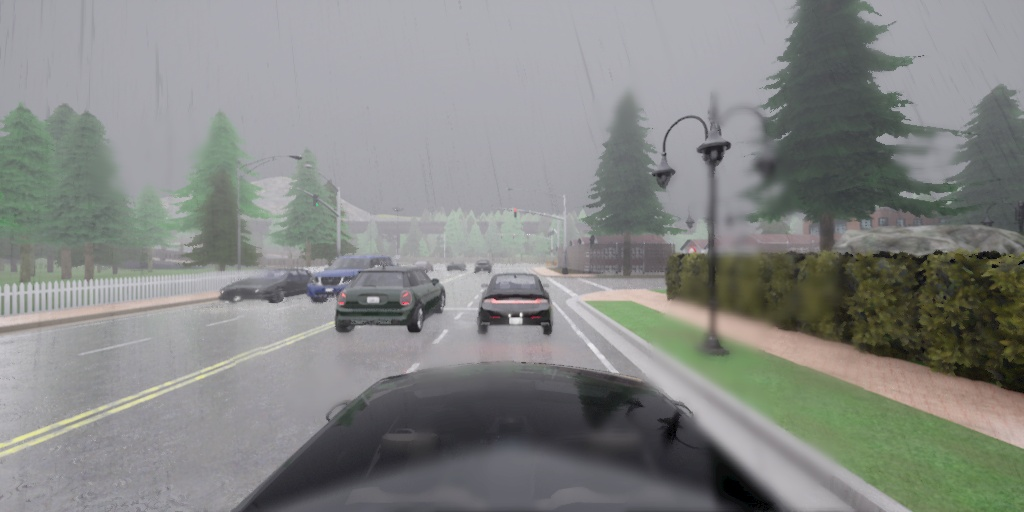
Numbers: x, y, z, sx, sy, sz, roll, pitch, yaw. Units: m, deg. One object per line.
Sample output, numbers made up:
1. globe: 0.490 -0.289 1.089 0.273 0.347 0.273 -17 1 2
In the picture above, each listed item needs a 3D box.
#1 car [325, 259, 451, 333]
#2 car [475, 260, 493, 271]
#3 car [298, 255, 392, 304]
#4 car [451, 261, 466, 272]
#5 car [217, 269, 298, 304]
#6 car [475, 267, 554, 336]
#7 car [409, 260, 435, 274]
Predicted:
1. car: -3.398 1.098 10.911 2.097 1.767 4.553 0 0 0
2. car: -3.326 1.236 42.404 1.837 1.490 4.892 0 0 0
3. car: -7.073 0.965 16.627 2.150 2.045 5.566 0 0 0
4. car: -6.989 1.332 45.116 1.895 1.301 4.718 0 0 0
5. car: -10.573 1.291 16.508 2.033 1.411 5.357 0 0 0
6. car: 0.098 1.238 10.430 2.128 1.511 4.902 0 0 0
7. car: -10.504 1.258 42.153 1.812 1.442 4.674 0 0 0
